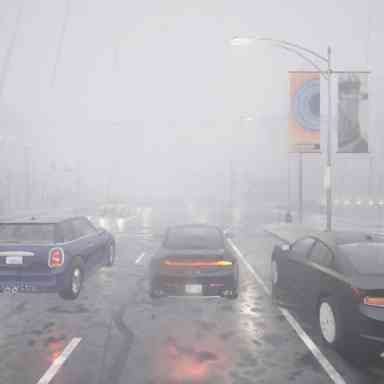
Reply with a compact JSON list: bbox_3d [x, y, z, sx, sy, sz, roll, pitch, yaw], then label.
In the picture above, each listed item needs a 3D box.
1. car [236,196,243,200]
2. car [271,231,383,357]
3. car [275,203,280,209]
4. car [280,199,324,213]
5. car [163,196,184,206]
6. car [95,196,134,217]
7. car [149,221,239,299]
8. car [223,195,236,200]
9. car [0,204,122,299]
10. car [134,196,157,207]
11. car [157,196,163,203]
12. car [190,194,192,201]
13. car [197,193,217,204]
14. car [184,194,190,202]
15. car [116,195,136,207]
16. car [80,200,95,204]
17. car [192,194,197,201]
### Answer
[{"bbox_3d":[14.902,1.595,88.886,4.718,1.301,1.895,0,0,-32],"label":"car"},{"bbox_3d":[2.892,1.480,6.284,2.097,1.535,5.008,0,0,0],"label":"car"},{"bbox_3d":[12.958,1.548,40.624,5.357,1.411,2.033,0,0,2],"label":"car"},{"bbox_3d":[12.483,1.564,37.118,4.181,1.385,1.994,0,0,3],"label":"car"},{"bbox_3d":[-3.045,1.564,55.902,1.994,1.385,4.181,0,0,6],"label":"car"},{"bbox_3d":[-7.143,1.352,31.140,2.097,1.767,4.553,0,0,0],"label":"car"},{"bbox_3d":[0.049,1.505,8.443,1.837,1.490,4.892,0,0,0],"label":"car"},{"bbox_3d":[10.561,1.524,90.201,4.674,1.442,1.812,0,0,-37],"label":"car"},{"bbox_3d":[-3.450,1.352,8.625,2.097,1.767,4.553,0,0,0],"label":"car"},{"bbox_3d":[-6.949,1.352,49.846,2.097,1.767,4.553,0,0,3],"label":"car"},{"bbox_3d":[-6.840,1.564,69.281,1.994,1.385,4.181,0,0,23],"label":"car"},{"bbox_3d":[-0.667,1.355,79.805,2.097,1.767,4.553,0,0,36],"label":"car"},{"bbox_3d":[3.410,1.491,65.873,2.128,1.511,4.902,0,0,24],"label":"car"},{"bbox_3d":[-3.019,1.548,69.225,2.033,1.411,5.357,0,0,23],"label":"car"},{"bbox_3d":[-10.338,1.352,52.445,2.097,1.767,4.553,0,0,4],"label":"car"},{"bbox_3d":[-10.652,1.547,34.582,2.033,1.411,5.357,0,0,0],"label":"car"},{"bbox_3d":[3.305,1.225,79.150,2.150,2.045,5.566,0,0,40],"label":"car"}]
